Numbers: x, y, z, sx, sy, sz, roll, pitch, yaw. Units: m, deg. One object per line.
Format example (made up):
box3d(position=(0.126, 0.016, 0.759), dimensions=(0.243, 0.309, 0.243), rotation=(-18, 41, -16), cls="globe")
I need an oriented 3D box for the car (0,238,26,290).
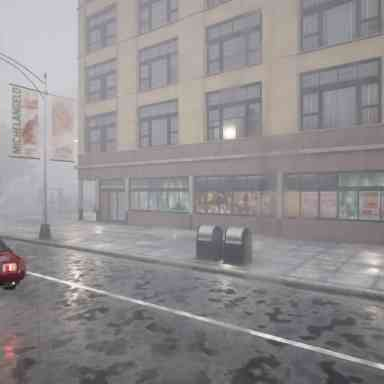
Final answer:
box3d(position=(-5.720, 1.601, 8.156), dimensions=(1.895, 1.301, 4.718), rotation=(0, 0, -42), cls="car")
